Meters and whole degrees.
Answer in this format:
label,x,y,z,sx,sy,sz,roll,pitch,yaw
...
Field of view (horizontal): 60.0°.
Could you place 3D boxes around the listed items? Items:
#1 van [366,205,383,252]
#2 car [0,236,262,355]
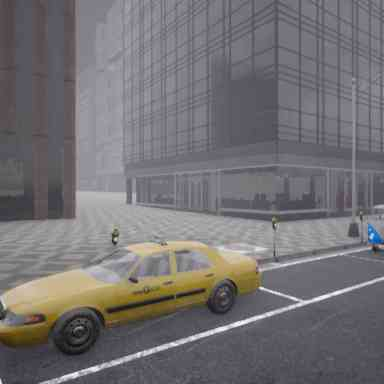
label,x,y,z,sx,sy,sz,roll,pitch,yaw
van,8.151,1.336,12.446,3.998,1.788,1.690,0,0,-35
car,-0.849,1.524,6.042,4.829,1.417,1.752,0,0,-35
